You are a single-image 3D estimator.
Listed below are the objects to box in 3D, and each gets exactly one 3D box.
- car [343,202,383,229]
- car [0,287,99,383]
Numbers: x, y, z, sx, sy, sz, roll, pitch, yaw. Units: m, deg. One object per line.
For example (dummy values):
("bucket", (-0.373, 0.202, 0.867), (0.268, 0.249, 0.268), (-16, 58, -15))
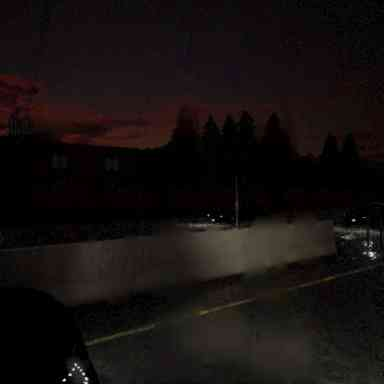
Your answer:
("car", (11.539, 1.449, 21.250), (4.892, 1.490, 1.837), (0, 0, -37))
("car", (-3.238, 1.227, 1.436), (5.566, 2.045, 2.150), (0, 0, -36))
